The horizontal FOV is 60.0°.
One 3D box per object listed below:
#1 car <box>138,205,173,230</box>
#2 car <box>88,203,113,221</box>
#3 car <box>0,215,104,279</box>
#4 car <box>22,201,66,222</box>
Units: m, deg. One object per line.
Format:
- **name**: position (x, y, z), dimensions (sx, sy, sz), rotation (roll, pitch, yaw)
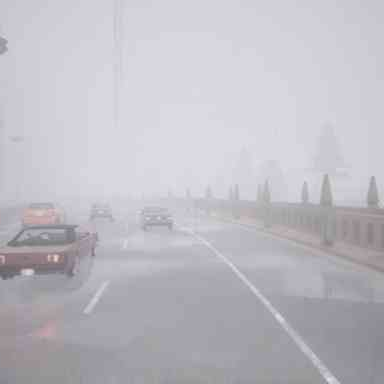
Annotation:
- **car**: position (-2.410, 1.572, 21.474), dimensions (2.033, 1.411, 5.357), rotation (0, 0, -12)
- **car**: position (-7.643, 1.612, 27.875), dimensions (2.033, 1.411, 5.357), rotation (0, 0, -17)
- **car**: position (-4.126, 1.623, 10.140), dimensions (1.895, 1.301, 4.718), rotation (0, 0, -6)
- **car**: position (-9.960, 1.422, 22.702), dimensions (2.097, 1.767, 4.553), rotation (0, 0, -13)
